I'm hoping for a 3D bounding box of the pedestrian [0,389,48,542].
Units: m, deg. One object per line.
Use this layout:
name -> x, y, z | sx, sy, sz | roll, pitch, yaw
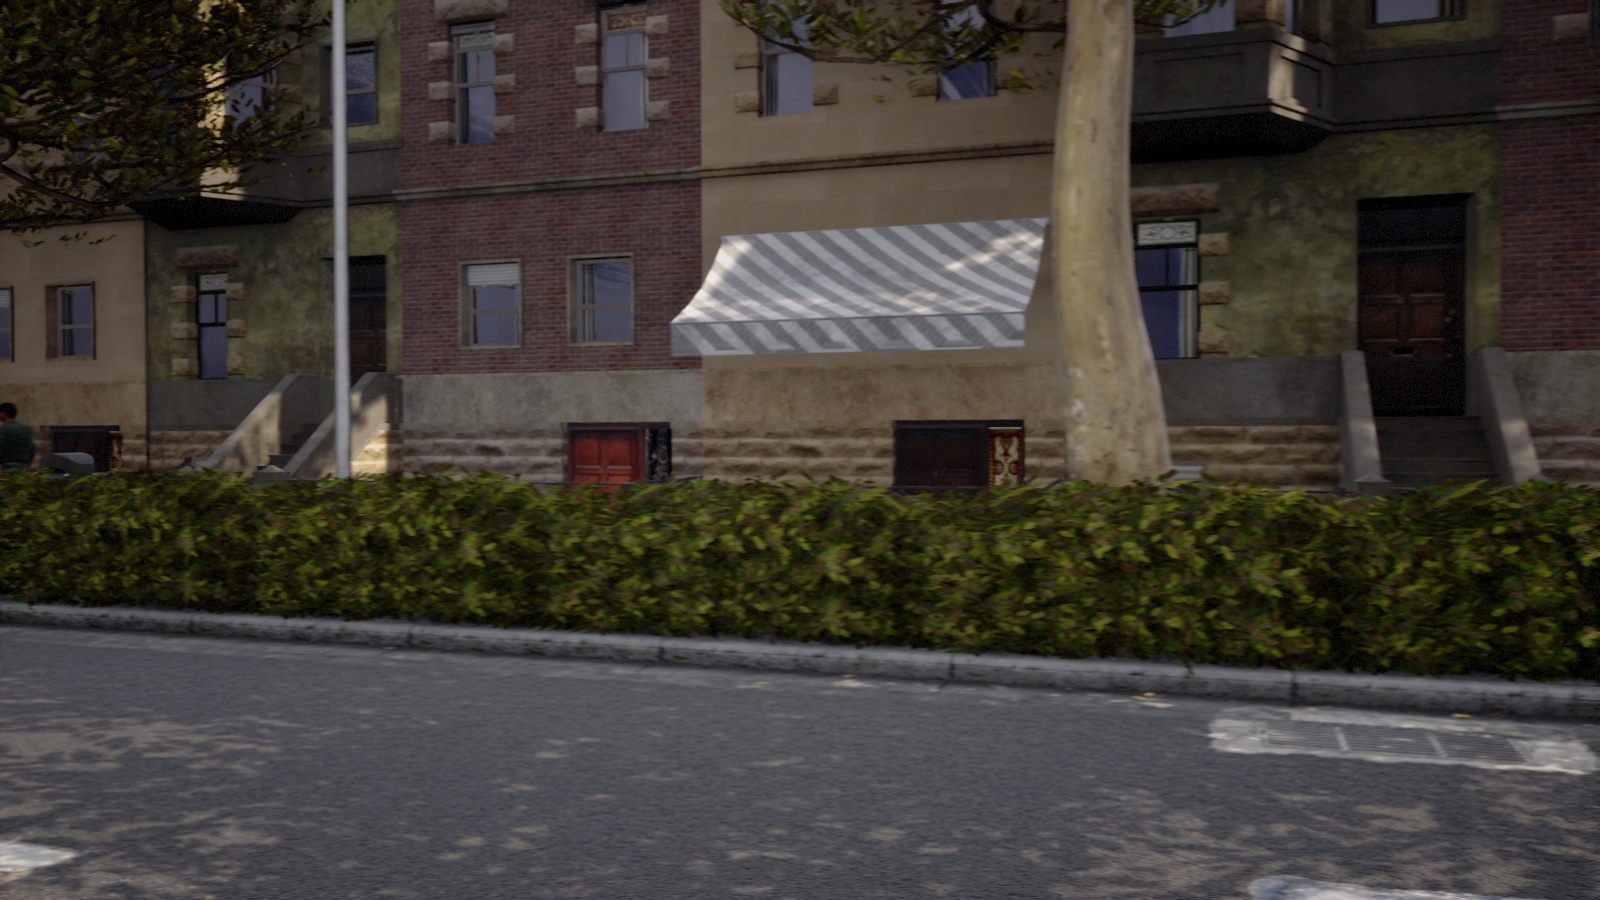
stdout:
pedestrian -> -10.267, 0.190, 16.285 | 0.788, 1.949, 0.423 | 0, 1, 11
